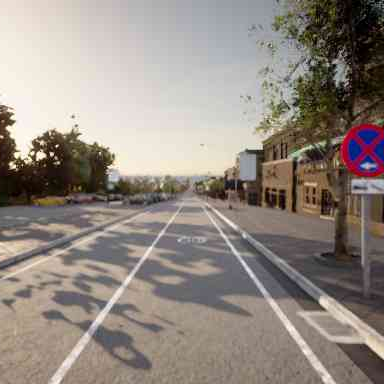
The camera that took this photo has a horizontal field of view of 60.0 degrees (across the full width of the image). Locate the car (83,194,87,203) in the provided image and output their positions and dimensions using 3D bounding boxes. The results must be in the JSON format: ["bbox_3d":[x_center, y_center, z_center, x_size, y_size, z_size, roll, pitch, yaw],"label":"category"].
[{"bbox_3d":[-21.959,1.504,59.926,4.674,1.452,2.002,0,0,0],"label":"car"}]

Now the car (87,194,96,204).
[{"bbox_3d":[-21.928,1.375,65.496,4.553,1.767,2.185,0,0,0],"label":"car"}]

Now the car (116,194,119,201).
[{"bbox_3d":[-22.018,1.705,84.988,4.792,1.488,2.163,0,-1,0],"label":"car"}]

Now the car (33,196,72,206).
[{"bbox_3d":[-21.952,1.432,51.571,5.008,1.535,2.097,0,0,0],"label":"car"}]

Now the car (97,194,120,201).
[{"bbox_3d":[-21.966,1.451,87.773,5.566,2.045,2.435,0,-1,0],"label":"car"}]

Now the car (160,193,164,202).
[{"bbox_3d":[-8.908,1.245,65.546,5.566,2.045,2.435,0,0,0],"label":"car"}]

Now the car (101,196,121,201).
[{"bbox_3d":[-21.994,1.732,90.557,5.008,1.535,2.097,0,-1,0],"label":"car"}]

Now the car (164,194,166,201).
[{"bbox_3d":[-8.884,1.571,73.953,4.892,1.521,2.231,0,-1,0],"label":"car"}]

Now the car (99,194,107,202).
[{"bbox_3d":[-21.967,1.614,73.847,4.674,1.452,2.002,0,-1,0],"label":"car"}]

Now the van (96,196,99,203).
[{"bbox_3d":[-22.078,1.297,68.277,4.442,1.987,1.878,0,0,0],"label":"van"}]

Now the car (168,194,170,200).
[{"bbox_3d":[-8.933,1.394,82.364,5.566,2.045,2.435,0,-1,0],"label":"car"}]

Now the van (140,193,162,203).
[{"bbox_3d":[-8.770,1.318,71.151,4.442,1.987,1.878,0,-1,0],"label":"van"}]

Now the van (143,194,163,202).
[{"bbox_3d":[-9.010,1.369,76.757,4.442,1.987,1.878,0,-1,0],"label":"van"}]

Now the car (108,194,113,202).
[{"bbox_3d":[-21.788,1.596,76.632,5.366,1.575,1.946,0,-1,0],"label":"car"}]

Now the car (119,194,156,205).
[{"bbox_3d":[-8.871,1.436,54.334,4.892,1.521,2.231,0,0,0],"label":"car"}]

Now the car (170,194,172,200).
[{"bbox_3d":[-8.921,1.758,93.574,5.008,1.535,2.097,0,-1,0],"label":"car"}]

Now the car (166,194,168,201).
[{"bbox_3d":[-8.894,1.620,79.559,5.008,1.535,2.097,0,-1,0],"label":"car"}]

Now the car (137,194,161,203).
[{"bbox_3d":[-8.851,1.393,68.346,4.553,1.767,2.185,0,-1,0],"label":"car"}]

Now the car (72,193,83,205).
[{"bbox_3d":[-21.962,1.449,57.140,5.008,1.535,2.097,0,0,0],"label":"car"}]

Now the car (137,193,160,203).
[{"bbox_3d":[-8.906,1.193,57.136,5.566,2.045,2.435,0,0,0],"label":"car"}]

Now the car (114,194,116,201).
[{"bbox_3d":[-21.954,1.680,82.203,4.792,1.488,2.163,0,-1,0],"label":"car"}]
